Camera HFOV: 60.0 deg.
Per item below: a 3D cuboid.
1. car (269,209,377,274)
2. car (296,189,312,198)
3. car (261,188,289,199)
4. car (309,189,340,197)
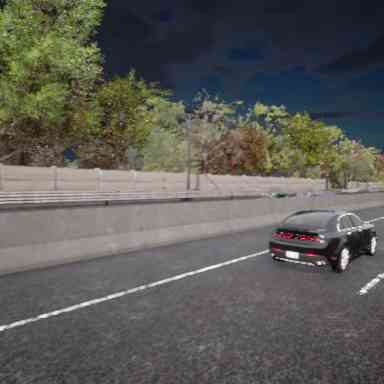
[{"bbox_3d":[4.094,1.274,10.004,1.837,1.490,4.892,2,2,42],"label":"car"},{"bbox_3d":[15.600,0.347,44.244,2.097,1.767,4.553,2,2,42],"label":"car"},{"bbox_3d":[11.076,0.274,44.421,2.097,1.767,4.553,2,2,42],"label":"car"},{"bbox_3d":[16.526,0.669,40.047,2.033,1.411,5.357,2,2,42],"label":"car"}]
